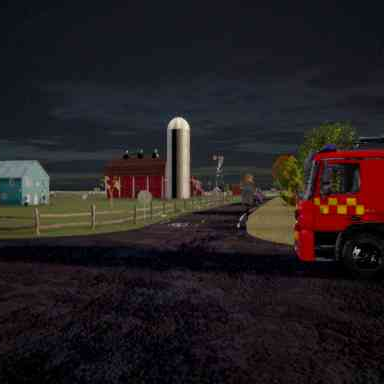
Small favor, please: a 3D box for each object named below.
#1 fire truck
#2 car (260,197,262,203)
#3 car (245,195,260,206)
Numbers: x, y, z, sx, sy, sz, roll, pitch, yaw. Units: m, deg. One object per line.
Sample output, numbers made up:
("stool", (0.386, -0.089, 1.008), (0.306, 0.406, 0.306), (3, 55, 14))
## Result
("fire truck", (7.365, 0.319, 9.354), (8.468, 3.827, 2.891), (0, 1, 14))
("car", (12.690, 1.350, 65.977), (2.097, 1.767, 4.553), (0, 0, 15))
("car", (9.965, 1.491, 55.947), (1.837, 1.490, 4.892), (0, 0, 15))
